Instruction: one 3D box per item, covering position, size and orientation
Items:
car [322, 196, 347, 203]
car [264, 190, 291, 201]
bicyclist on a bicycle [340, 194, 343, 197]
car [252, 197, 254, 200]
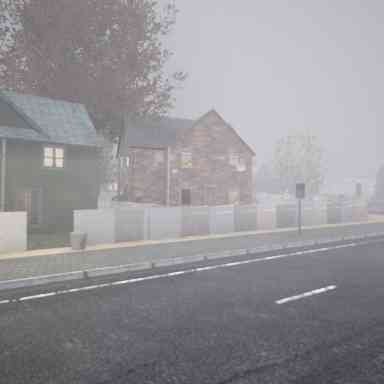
[{"bbox_3d":[15.500,1.213,36.512,2.128,1.511,4.902,1,0,-20],"label":"car"},{"bbox_3d":[12.095,0.790,45.931,2.150,2.045,5.566,1,0,-20],"label":"car"},{"bbox_3d":[19.360,1.078,43.086,1.656,1.620,0.582,1,0,-20],"label":"bicyclist on a bicycle"},{"bbox_3d":[8.463,0.952,55.979,2.033,1.411,5.357,1,0,-19],"label":"car"}]
